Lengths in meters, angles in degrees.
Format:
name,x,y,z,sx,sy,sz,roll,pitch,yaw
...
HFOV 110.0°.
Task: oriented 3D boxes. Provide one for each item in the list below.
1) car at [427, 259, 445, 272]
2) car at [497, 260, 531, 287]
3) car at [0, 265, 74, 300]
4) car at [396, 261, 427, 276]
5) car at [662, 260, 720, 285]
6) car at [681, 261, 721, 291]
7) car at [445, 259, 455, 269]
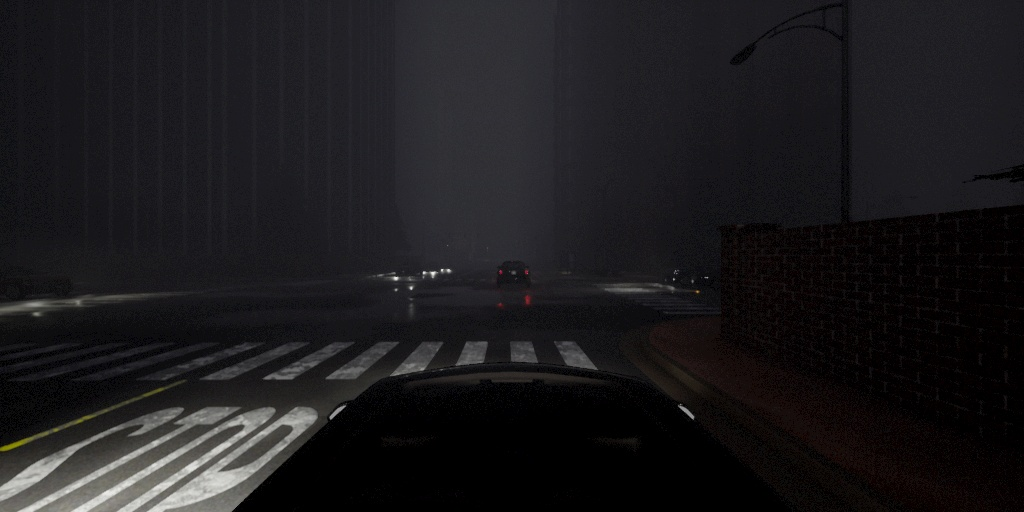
name,x,y,z,sx,sy,sz,roll,pitch,yaw
car,-10.575,1.341,47.252,1.994,1.385,4.181,0,0,0
car,0.107,1.064,23.934,2.097,1.767,4.553,0,0,0
car,-23.815,1.181,16.876,5.008,1.535,1.882,0,0,0
car,-10.582,1.276,37.299,1.837,1.490,4.892,0,0,0
car,12.601,1.060,24.178,4.553,1.767,2.097,0,0,0
car,12.844,1.197,20.662,4.902,1.511,2.128,0,0,-1
car,-10.515,1.275,58.737,2.128,1.511,4.902,0,0,1
